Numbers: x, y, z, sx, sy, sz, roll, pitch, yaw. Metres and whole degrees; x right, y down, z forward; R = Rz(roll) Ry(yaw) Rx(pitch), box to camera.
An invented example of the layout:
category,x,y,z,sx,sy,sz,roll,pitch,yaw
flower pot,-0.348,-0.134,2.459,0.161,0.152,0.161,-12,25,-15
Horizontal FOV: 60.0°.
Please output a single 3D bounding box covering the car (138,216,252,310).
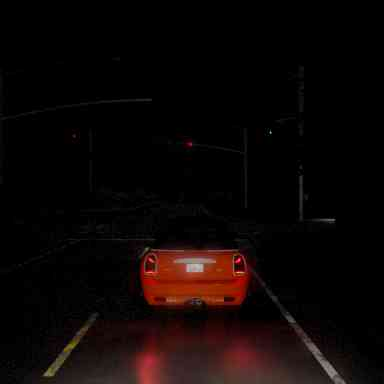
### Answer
category,x,y,z,sx,sy,sz,roll,pitch,yaw
car,0.058,1.352,7.954,2.097,1.767,4.553,0,0,0
